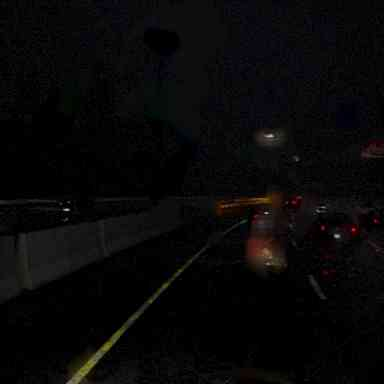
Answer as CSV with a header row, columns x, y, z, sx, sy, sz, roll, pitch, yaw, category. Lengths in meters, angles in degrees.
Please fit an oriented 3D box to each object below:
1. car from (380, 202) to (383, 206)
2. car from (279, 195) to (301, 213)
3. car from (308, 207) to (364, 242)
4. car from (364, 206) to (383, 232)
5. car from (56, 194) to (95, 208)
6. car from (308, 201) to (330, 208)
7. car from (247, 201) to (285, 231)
x,y,z,sx,sy,sz,roll,pitch,yaw,category
19.864,1.632,32.495,2.150,2.045,5.566,2,0,23,car
11.783,1.354,40.246,2.150,2.045,5.566,2,1,23,car
7.239,1.720,17.334,1.895,1.301,4.718,2,0,15,car
12.143,1.842,21.590,1.895,1.301,4.718,2,0,17,car
-12.625,0.977,36.243,1.837,1.490,4.892,2,0,20,car
13.113,1.692,34.417,2.128,1.511,4.902,2,0,22,car
4.620,1.529,20.873,1.837,1.490,4.892,2,1,17,car
